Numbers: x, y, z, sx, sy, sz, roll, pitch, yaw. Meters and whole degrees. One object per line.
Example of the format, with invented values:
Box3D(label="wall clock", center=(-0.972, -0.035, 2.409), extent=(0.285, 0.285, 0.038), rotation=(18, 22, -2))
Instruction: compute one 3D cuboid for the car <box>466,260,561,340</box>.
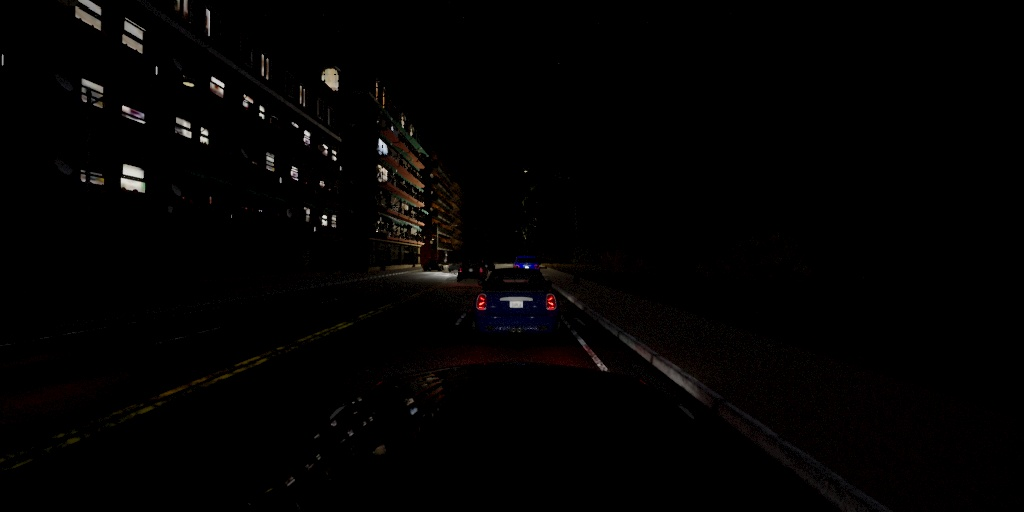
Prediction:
Box3D(label="car", center=(0.103, 1.104, 10.162), extent=(2.097, 1.767, 4.553), rotation=(0, 0, 0))

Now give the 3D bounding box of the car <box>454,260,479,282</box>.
Box3D(label="car", center=(-3.139, 1.107, 29.439), extent=(2.097, 1.767, 4.553), rotation=(0, 0, 0))

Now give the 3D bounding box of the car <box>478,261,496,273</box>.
Box3D(label="car", center=(-3.120, 1.317, 44.824), extent=(1.994, 1.385, 4.181), rotation=(0, 0, -1))

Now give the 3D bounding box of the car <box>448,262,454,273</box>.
Box3D(label="car", center=(-6.580, 1.354, 43.650), extent=(1.895, 1.301, 4.718), rotation=(0, 0, 0))

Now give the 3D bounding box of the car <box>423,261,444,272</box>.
Box3D(label="car", center=(-9.828, 1.317, 45.080), extent=(1.994, 1.385, 4.181), rotation=(0, 0, 0))

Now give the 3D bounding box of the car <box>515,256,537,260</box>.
Box3D(label="car", center=(1.151, 0.979, 30.115), extent=(2.150, 2.045, 5.566), rotation=(0, 0, 0))
